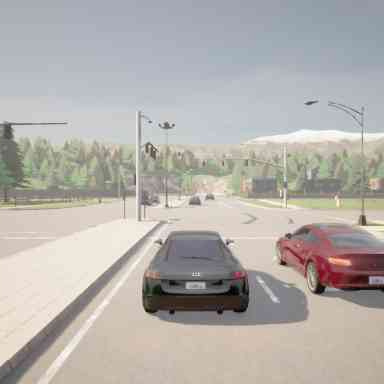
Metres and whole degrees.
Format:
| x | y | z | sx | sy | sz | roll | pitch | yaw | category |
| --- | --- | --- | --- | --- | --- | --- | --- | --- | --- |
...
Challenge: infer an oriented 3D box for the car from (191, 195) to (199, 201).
| x | y | z | sx | sy | sz | roll | pitch | yaw | category |
| --- | --- | --- | --- | --- | --- | --- | --- | --- | --- |
| 0.836 | 1.428 | 82.129 | 1.895 | 1.301 | 4.718 | 0 | 0 | 1 | car |

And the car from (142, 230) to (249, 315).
| x | y | z | sx | sy | sz | roll | pitch | yaw | category |
| --- | --- | --- | --- | --- | --- | --- | --- | --- | --- |
| 0.056 | 1.564 | 7.669 | 1.994 | 1.385 | 4.181 | 0 | 0 | 0 | car |

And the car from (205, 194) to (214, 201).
| x | y | z | sx | sy | sz | roll | pitch | yaw | category |
| --- | --- | --- | --- | --- | --- | --- | --- | --- | --- |
| 4.335 | 1.188 | 82.024 | 2.097 | 1.767 | 4.553 | 0 | 0 | 1 | car |

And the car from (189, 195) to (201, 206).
| x | y | z | sx | sy | sz | roll | pitch | yaw | category |
| --- | --- | --- | --- | --- | --- | --- | --- | --- | --- |
| 0.491 | 1.563 | 56.673 | 1.994 | 1.385 | 4.181 | 0 | 0 | 1 | car |

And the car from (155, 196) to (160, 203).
| x | y | z | sx | sy | sz | roll | pitch | yaw | category |
| --- | --- | --- | --- | --- | --- | --- | --- | --- | --- |
| -7.425 | 1.503 | 65.444 | 1.837 | 1.490 | 4.892 | 0 | 0 | 1 | car |

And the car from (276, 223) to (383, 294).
| x | y | z | sx | sy | sz | roll | pitch | yaw | category |
| --- | --- | --- | --- | --- | --- | --- | --- | --- | --- |
| 3.554 | 1.526 | 8.673 | 1.812 | 1.442 | 4.674 | 0 | 0 | 0 | car |

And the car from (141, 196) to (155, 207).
| x | y | z | sx | sy | sz | roll | pitch | yaw | category |
| --- | --- | --- | --- | --- | --- | --- | --- | --- | --- |
| -7.635 | 1.601 | 53.015 | 1.895 | 1.301 | 4.718 | 0 | 0 | 1 | car |
